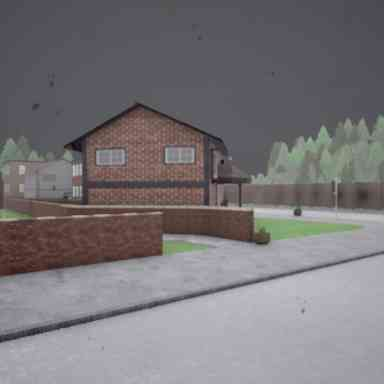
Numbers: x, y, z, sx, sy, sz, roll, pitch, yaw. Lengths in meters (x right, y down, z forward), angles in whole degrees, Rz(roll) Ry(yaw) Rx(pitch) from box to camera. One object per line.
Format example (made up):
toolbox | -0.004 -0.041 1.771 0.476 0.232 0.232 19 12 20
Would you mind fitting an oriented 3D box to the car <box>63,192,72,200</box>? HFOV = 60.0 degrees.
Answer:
car | -13.915 0.934 38.888 1.905 1.878 3.866 0 0 -35
